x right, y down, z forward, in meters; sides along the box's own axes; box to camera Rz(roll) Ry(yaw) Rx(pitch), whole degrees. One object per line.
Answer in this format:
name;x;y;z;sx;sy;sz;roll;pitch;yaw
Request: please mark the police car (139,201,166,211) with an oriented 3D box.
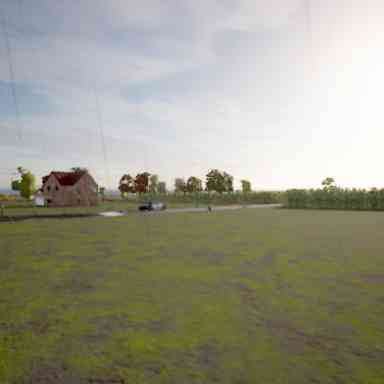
police car;-6.242;2.220;52.069;2.038;1.542;4.974;0;0;35
